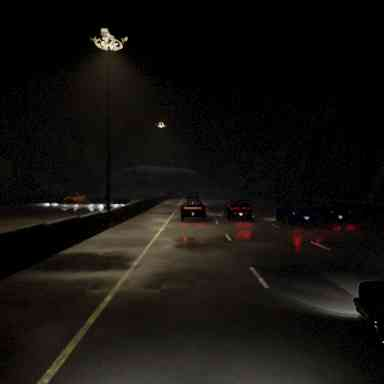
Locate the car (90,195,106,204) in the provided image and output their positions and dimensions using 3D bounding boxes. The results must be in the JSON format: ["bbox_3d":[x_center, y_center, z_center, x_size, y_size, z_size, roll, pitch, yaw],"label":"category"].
[{"bbox_3d":[-14.044,1.076,50.792,1.895,1.301,4.718,0,1,0],"label":"car"}]

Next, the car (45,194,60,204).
[{"bbox_3d":[-21.041,1.030,51.295,1.994,1.385,4.181,0,1,0],"label":"car"}]

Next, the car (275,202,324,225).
[{"bbox_3d":[7.074,1.405,22.846,1.812,1.442,4.674,0,1,0],"label":"car"}]

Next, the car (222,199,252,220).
[{"bbox_3d":[3.585,1.345,26.852,1.837,1.490,4.892,0,1,0],"label":"car"}]

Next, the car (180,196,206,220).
[{"bbox_3d":[0.086,1.337,26.169,2.128,1.511,4.902,0,0,0],"label":"car"}]

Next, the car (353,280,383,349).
[{"bbox_3d":[3.598,1.543,3.045,2.033,1.411,5.357,0,0,0],"label":"car"}]

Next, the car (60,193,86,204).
[{"bbox_3d":[-17.555,0.969,49.928,1.882,1.535,5.008,0,1,1],"label":"car"}]

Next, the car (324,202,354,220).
[{"bbox_3d":[10.585,1.451,25.929,1.895,1.301,4.718,0,1,0],"label":"car"}]

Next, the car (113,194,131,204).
[{"bbox_3d":[-10.553,1.053,50.085,1.994,1.385,4.181,0,1,1],"label":"car"}]
